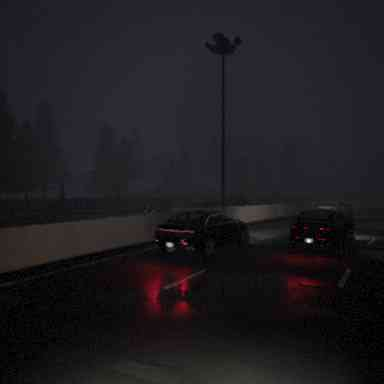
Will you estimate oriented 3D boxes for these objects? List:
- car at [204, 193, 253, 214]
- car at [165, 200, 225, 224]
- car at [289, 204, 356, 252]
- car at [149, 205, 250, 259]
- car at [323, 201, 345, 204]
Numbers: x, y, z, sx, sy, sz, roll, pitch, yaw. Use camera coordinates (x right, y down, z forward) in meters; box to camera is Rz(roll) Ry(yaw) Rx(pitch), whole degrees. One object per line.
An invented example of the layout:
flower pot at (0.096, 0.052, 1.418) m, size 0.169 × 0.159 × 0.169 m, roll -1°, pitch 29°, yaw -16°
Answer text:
car at (3.863, 1.122, 34.561) m, size 2.150 × 2.045 × 5.566 m, roll 0°, pitch 0°, yaw 43°
car at (0.366, 1.402, 24.986) m, size 1.882 × 1.535 × 5.008 m, roll 0°, pitch 0°, yaw 38°
car at (5.515, 1.470, 13.901) m, size 1.837 × 1.490 × 4.892 m, roll 0°, pitch 0°, yaw 33°
car at (0.560, 1.453, 12.668) m, size 2.128 × 1.511 × 4.902 m, roll 0°, pitch 0°, yaw 31°
car at (11.744, 1.458, 27.343) m, size 1.812 × 1.442 × 4.674 m, roll 0°, pitch 0°, yaw 42°
